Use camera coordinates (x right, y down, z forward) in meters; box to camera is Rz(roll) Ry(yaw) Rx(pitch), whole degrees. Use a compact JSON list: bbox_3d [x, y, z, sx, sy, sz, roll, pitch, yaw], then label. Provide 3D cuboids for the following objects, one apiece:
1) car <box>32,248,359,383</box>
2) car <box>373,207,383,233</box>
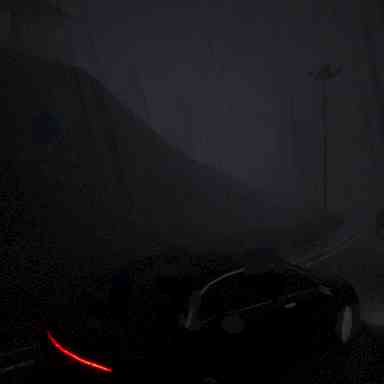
[{"bbox_3d":[0.534,1.538,4.519,4.892,1.490,1.837,0,0,-42],"label":"car"},{"bbox_3d":[12.331,1.657,20.457,2.128,1.511,4.902,0,0,29],"label":"car"}]
